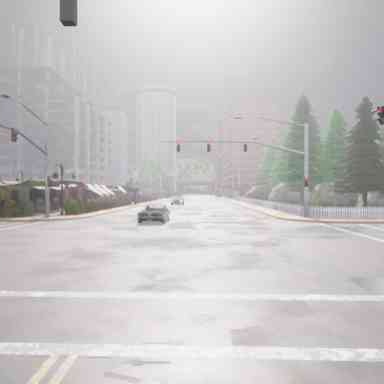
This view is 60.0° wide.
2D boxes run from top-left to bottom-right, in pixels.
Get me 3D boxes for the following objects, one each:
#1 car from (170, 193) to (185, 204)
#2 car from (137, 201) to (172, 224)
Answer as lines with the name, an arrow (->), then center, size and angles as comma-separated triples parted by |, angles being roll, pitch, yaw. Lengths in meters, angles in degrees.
car -> -2.064, 1.155, 49.067 | 2.097, 1.767, 4.553 | 0, 0, 2
car -> -2.762, 1.593, 24.624 | 1.895, 1.301, 4.718 | 0, 0, 2
